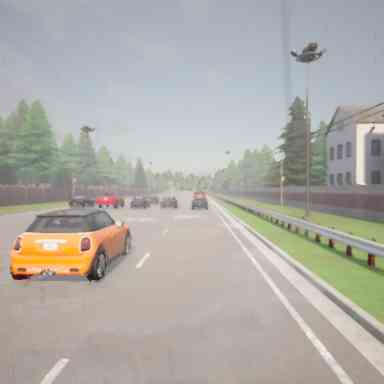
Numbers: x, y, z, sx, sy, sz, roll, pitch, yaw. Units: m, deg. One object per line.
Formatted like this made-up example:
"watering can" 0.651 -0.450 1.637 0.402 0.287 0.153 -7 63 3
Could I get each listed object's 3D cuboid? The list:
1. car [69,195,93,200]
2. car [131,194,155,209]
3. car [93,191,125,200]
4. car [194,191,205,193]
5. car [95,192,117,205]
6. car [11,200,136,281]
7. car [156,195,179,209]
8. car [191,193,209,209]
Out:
"car" -13.165 1.148 40.065 1.882 1.535 5.008 0 0 1
"car" -6.167 1.175 39.915 2.128 1.511 4.902 0 0 1
"car" -9.665 0.898 40.018 2.150 2.045 5.566 0 0 1
"car" 1.212 0.818 52.825 2.150 2.045 5.566 0 0 1
"car" -12.942 0.944 50.451 2.097 1.767 4.553 0 0 1
"car" -3.213 1.270 9.797 2.097 1.767 4.553 0 0 1
"car" -2.668 1.181 39.840 2.128 1.511 4.902 0 0 1
"car" 0.911 1.192 38.796 2.128 1.511 4.902 0 0 1
